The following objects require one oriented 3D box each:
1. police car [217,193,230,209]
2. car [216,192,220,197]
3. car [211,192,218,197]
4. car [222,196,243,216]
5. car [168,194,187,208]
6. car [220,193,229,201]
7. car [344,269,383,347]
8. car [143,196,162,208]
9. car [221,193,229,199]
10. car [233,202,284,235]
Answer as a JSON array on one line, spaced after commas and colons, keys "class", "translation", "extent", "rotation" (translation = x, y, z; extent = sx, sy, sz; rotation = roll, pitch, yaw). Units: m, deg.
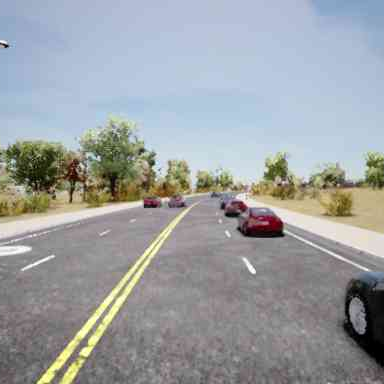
[{"class": "police car", "translation": [4.498, 1.295, 40.905], "extent": [2.038, 1.542, 4.974], "rotation": [0, 0, 3]}, {"class": "car", "translation": [5.234, 1.209, 51.807], "extent": [2.128, 1.511, 4.902], "rotation": [0, 0, 4]}, {"class": "car", "translation": [6.314, 0.783, 93.712], "extent": [1.812, 1.442, 4.674], "rotation": [0, 1, 8]}, {"class": "car", "translation": [3.932, 1.383, 29.995], "extent": [1.812, 1.442, 4.674], "rotation": [0, 0, 3]}, {"class": "car", "translation": [-1.900, 1.126, 43.693], "extent": [2.097, 1.767, 4.553], "rotation": [0, 1, 4]}, {"class": "car", "translation": [7.211, 1.056, 73.567], "extent": [1.837, 1.490, 4.892], "rotation": [0, 0, 6]}, {"class": "car", "translation": [3.385, 1.493, 3.520], "extent": [1.837, 1.490, 4.892], "rotation": [0, 0, 0]}, {"class": "car", "translation": [-5.163, 1.255, 43.671], "extent": [1.882, 1.535, 5.008], "rotation": [0, 0, 4]}, {"class": "car", "translation": [8.453, 0.961, 84.422], "extent": [1.837, 1.490, 4.892], "rotation": [0, 1, 7]}, {"class": "car", "translation": [3.643, 1.485, 18.307], "extent": [1.994, 1.385, 4.181], "rotation": [0, 0, 1]}]
